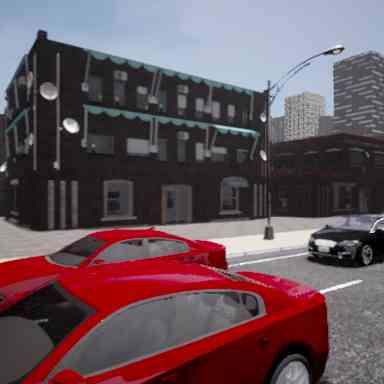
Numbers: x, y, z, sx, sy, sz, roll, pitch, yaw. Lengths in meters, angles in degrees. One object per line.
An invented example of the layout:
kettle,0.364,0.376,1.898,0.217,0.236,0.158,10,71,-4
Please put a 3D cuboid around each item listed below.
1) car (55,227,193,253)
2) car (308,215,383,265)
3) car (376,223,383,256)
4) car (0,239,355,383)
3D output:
car,-1.512,1.500,6.600,5.008,1.535,1.882,1,0,-36
car,6.225,1.598,12.120,4.902,1.511,2.128,1,0,-36
car,7.044,1.600,8.713,4.892,1.490,1.837,1,0,-36
car,-0.738,1.488,3.158,5.008,1.535,1.882,1,0,-35
